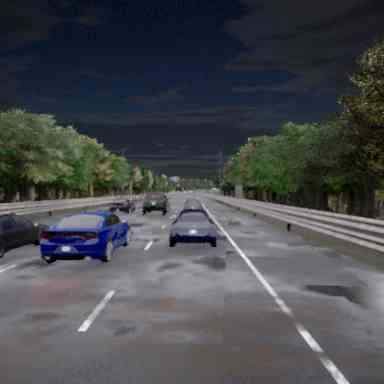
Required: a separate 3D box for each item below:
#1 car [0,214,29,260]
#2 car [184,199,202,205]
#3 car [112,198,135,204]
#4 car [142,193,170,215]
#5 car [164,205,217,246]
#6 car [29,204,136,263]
[{"bbox_3d":[-6.966,1.473,11.850,2.033,1.411,5.357,0,0,0],"label":"car"},{"bbox_3d":[0.091,1.449,34.989,1.994,1.385,4.181,0,0,0],"label":"car"},{"bbox_3d":[-6.911,1.394,33.473,1.837,1.490,4.892,0,1,0],"label":"car"},{"bbox_3d":[-3.412,1.112,32.144,2.150,2.045,5.566,0,0,0],"label":"car"},{"bbox_3d":[0.056,1.484,14.745,1.994,1.385,4.181,0,0,0],"label":"car"},{"bbox_3d":[-3.467,1.403,11.684,1.882,1.535,5.008,0,0,1],"label":"car"}]
